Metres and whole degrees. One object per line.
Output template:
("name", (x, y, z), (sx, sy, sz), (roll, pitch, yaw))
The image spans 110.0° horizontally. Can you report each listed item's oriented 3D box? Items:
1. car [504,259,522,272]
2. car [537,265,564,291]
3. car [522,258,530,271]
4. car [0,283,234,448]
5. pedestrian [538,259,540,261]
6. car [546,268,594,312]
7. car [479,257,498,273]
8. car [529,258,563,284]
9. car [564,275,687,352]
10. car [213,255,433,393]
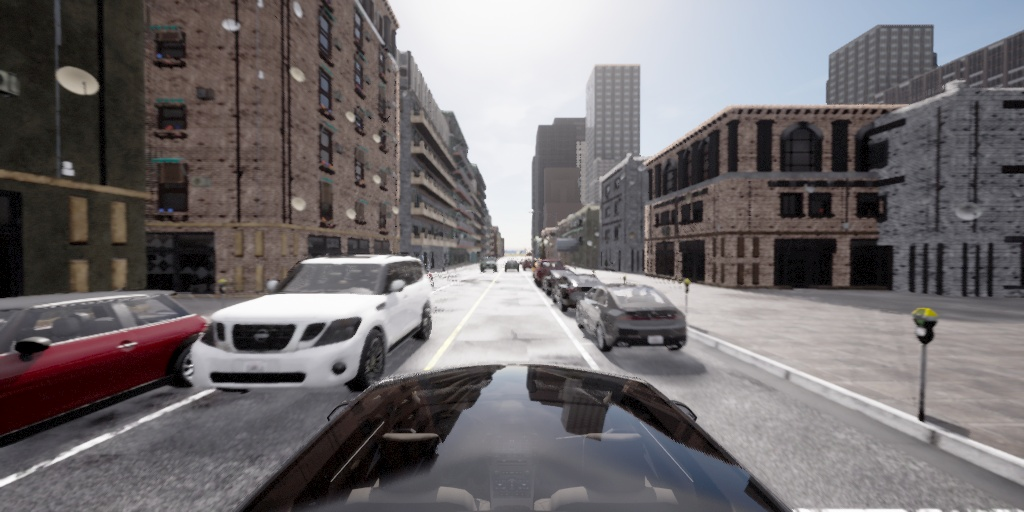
("car", (0.020, 1.272, 50.708), (2.097, 1.767, 4.553), (0, 0, 0))
("car", (2.657, 1.383, 20.029), (1.948, 1.339, 4.313), (0, 0, 0))
("car", (2.659, 1.245, 53.507), (2.192, 1.841, 5.009), (0, 0, 0))
("car", (-5.691, 1.198, 3.976), (1.967, 1.591, 4.097), (0, 0, 0))
("pedestrian", (3.002, 1.179, 39.664), (0.375, 1.860, 0.375), (-1, 1, 0))
("car", (2.657, 1.363, 14.449), (1.948, 1.339, 4.313), (0, 0, 0))
("car", (-3.076, 1.134, 48.114), (2.150, 2.045, 5.566), (0, 0, 0))
("car", (2.658, 1.151, 25.608), (2.192, 1.841, 5.009), (0, 0, 0))
("car", (2.690, 1.336, 8.877), (2.007, 1.370, 4.403), (0, 0, 0))
("car", (-3.099, 0.991, 7.096), (2.150, 2.045, 5.566), (0, 0, 0))
